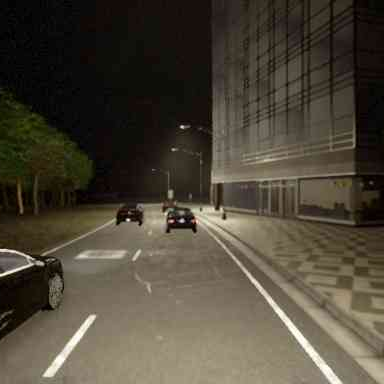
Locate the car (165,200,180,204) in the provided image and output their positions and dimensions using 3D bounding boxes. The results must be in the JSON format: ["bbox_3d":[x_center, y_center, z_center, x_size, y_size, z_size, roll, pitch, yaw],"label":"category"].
[{"bbox_3d":[-2.550,1.817,41.459,1.837,1.490,4.892,-1,-1,0],"label":"car"}]

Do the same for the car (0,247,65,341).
[{"bbox_3d":[-3.508,1.532,4.959,2.128,1.511,4.902,0,0,-1],"label":"car"}]

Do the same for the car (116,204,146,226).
[{"bbox_3d":[-4.614,1.696,25.370,1.837,1.490,4.892,0,0,-5],"label":"car"}]

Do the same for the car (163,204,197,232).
[{"bbox_3d":[-0.744,1.699,21.180,2.033,1.411,5.357,0,0,-4],"label":"car"}]
